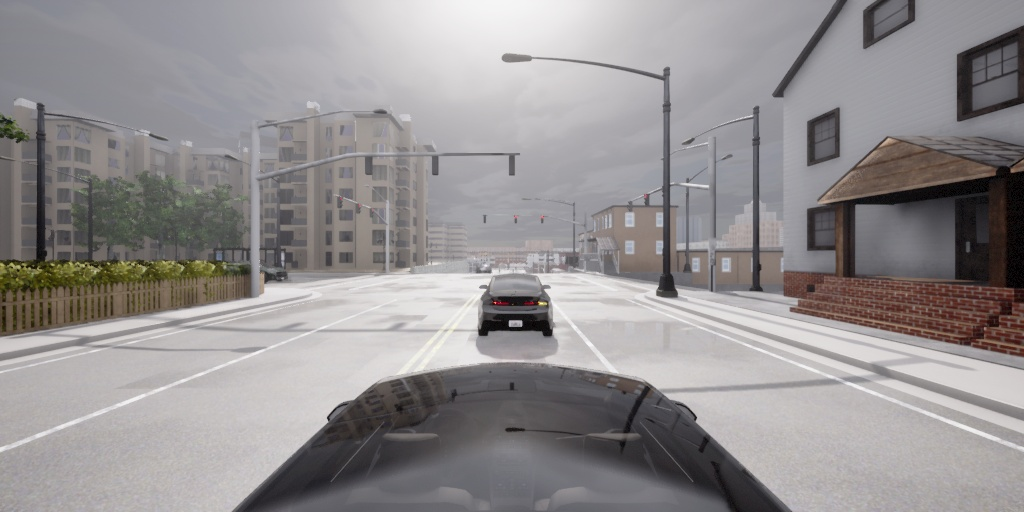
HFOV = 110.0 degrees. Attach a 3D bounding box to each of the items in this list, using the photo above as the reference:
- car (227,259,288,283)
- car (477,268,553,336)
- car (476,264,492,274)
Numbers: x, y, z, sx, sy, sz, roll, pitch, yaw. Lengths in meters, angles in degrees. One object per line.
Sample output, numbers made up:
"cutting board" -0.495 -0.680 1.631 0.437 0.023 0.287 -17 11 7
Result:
"car" -19.527 1.102 27.054 4.553 1.767 2.097 0 0 1
"car" 0.090 1.255 10.371 1.837 1.490 4.892 0 0 0
"car" -3.624 1.754 47.184 2.128 1.511 4.902 0 -5 0
